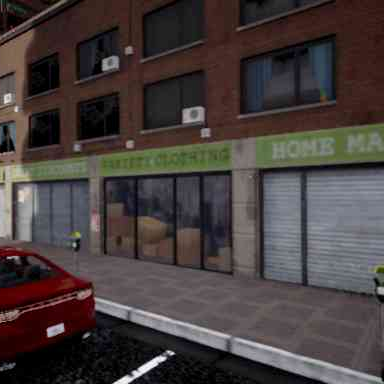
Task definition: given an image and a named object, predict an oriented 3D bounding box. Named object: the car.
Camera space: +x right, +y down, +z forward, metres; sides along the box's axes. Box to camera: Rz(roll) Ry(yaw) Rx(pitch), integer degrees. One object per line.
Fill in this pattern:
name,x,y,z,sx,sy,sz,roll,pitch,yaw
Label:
car,-3.479,1.557,5.365,4.507,1.381,1.887,0,-1,36
